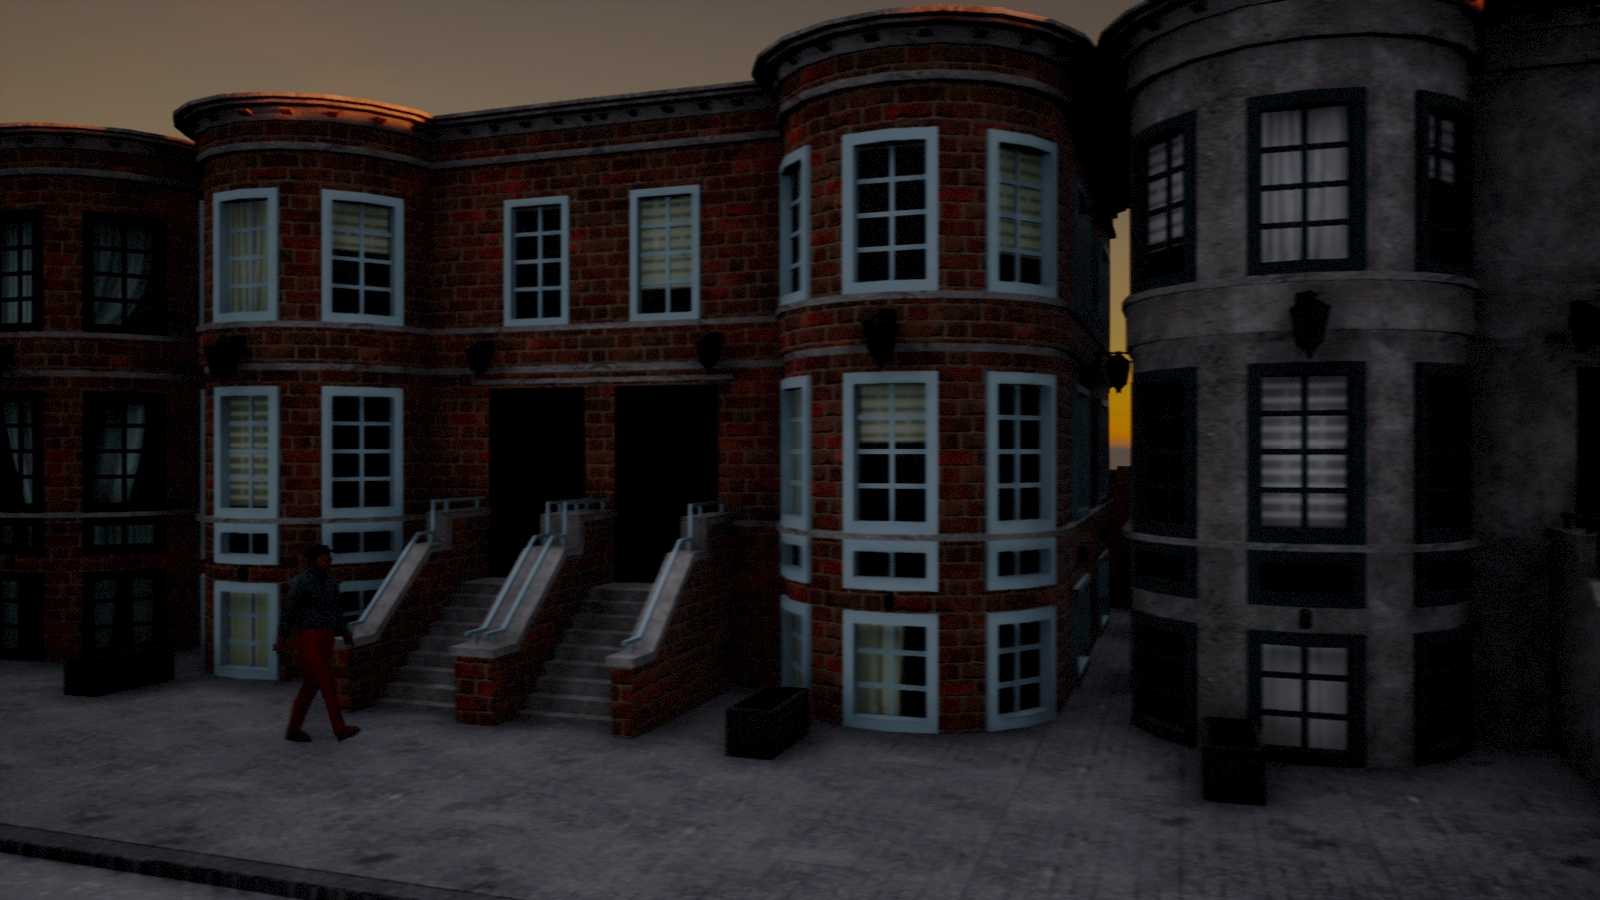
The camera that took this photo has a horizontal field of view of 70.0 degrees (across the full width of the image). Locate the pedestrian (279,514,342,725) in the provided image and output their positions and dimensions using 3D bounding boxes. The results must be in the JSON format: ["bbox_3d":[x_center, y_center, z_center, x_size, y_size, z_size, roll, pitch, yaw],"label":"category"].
[{"bbox_3d":[-4.467,1.524,10.436,0.375,1.860,0.375,0,0,24],"label":"pedestrian"}]
